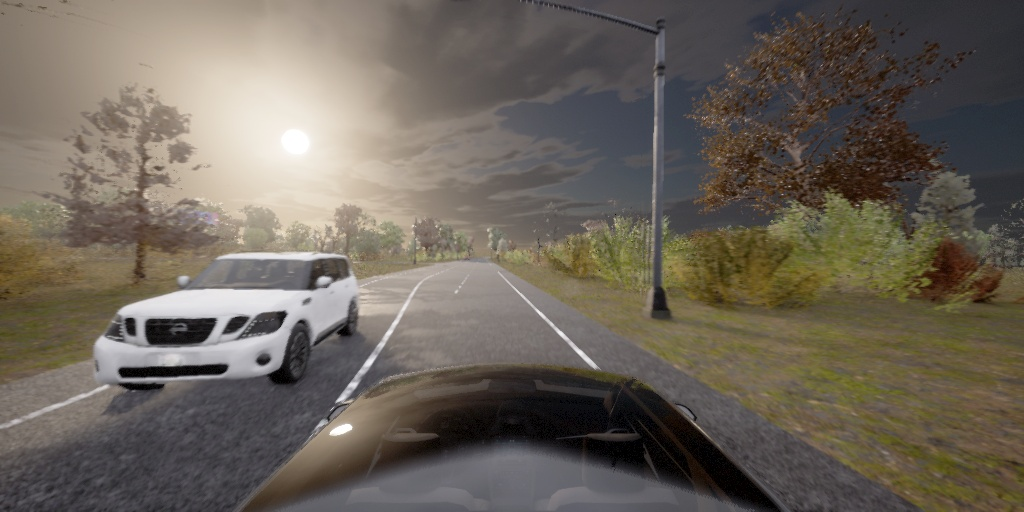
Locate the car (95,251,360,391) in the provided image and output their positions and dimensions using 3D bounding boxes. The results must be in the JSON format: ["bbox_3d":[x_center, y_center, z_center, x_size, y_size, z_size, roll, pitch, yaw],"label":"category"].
[{"bbox_3d":[-4.633,0.914,7.083,2.150,2.045,5.566,1,0,-11],"label":"car"}]
